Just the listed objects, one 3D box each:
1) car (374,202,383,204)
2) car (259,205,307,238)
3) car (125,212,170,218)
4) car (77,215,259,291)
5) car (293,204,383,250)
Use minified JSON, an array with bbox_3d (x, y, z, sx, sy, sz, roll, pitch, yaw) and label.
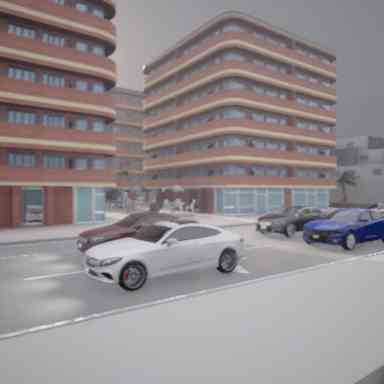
[{"bbox_3d":[13.648,1.473,23.501,4.892,1.490,1.837,0,0,-35],"label":"car"},{"bbox_3d":[5.535,1.473,17.742,4.902,1.511,2.128,0,0,-35],"label":"car"},{"bbox_3d":[-1.845,1.519,12.488,4.674,1.442,1.812,0,0,-35],"label":"car"},{"bbox_3d":[-0.550,1.520,9.116,4.674,1.442,1.812,0,0,-35],"label":"car"},{"bbox_3d":[6.864,1.460,14.399,5.008,1.535,1.882,0,0,-35],"label":"car"}]
